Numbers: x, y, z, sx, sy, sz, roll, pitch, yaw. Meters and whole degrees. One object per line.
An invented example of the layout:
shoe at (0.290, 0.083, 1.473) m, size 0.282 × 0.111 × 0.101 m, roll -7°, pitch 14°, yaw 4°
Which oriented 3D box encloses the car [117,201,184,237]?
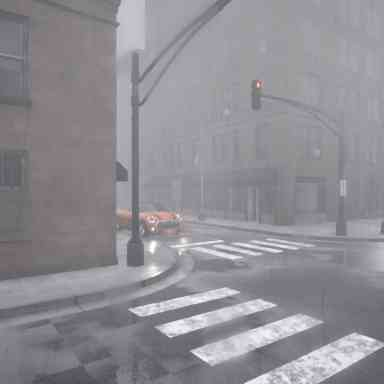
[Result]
car at (-2.351, 1.263, 17.527) m, size 2.097 × 1.767 × 4.553 m, roll 0°, pitch 0°, yaw -35°
